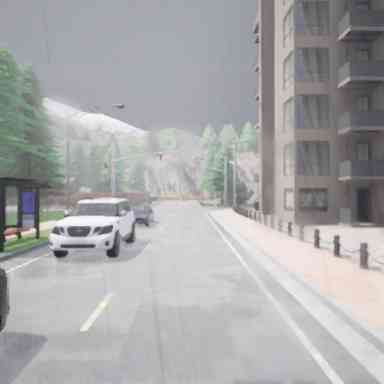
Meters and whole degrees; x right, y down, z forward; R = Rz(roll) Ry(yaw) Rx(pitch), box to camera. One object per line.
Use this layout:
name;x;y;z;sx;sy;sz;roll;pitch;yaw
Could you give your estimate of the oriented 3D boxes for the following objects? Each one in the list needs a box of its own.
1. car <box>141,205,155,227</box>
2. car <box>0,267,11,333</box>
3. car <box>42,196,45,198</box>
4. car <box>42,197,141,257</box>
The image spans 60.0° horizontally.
car;-3.760;1.638;24.042;2.033;1.411;5.357;0;0;0
car;-3.615;1.497;2.884;1.882;1.535;5.008;0;0;0
car;-25.507;1.417;57.645;1.932;1.855;4.605;0;0;-2
car;-3.698;1.277;13.519;2.150;2.045;5.566;0;0;0
